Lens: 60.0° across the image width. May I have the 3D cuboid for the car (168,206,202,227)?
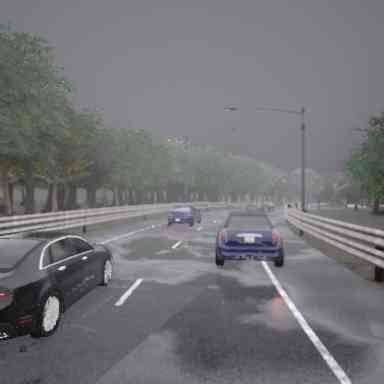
[{"bbox_3d":[-0.492,1.754,24.873,1.812,1.442,4.674,0,-1,12],"label":"car"}]

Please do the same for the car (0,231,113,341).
[{"bbox_3d":[-3.040,1.548,6.681,1.837,1.490,4.892,0,0,3],"label":"car"}]

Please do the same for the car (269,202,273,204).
[{"bbox_3d":[11.334,2.199,50.271,1.837,1.490,4.892,0,-1,26],"label":"car"}]

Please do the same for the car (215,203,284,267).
[{"bbox_3d":[1.953,1.447,11.998,2.097,1.767,4.553,0,-1,6],"label":"car"}]

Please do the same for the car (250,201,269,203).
[{"bbox_3d":[7.722,1.990,40.652,2.128,1.511,4.902,0,-1,21],"label":"car"}]
